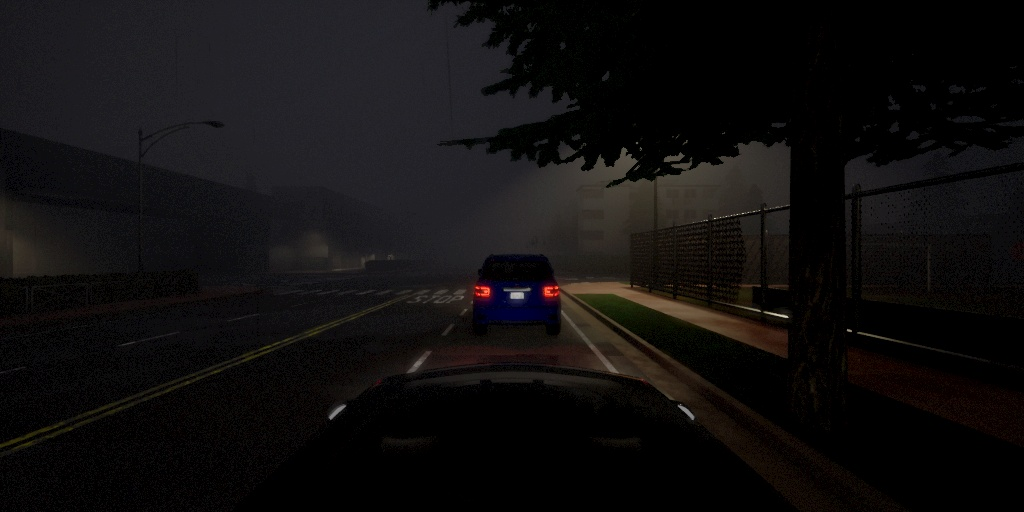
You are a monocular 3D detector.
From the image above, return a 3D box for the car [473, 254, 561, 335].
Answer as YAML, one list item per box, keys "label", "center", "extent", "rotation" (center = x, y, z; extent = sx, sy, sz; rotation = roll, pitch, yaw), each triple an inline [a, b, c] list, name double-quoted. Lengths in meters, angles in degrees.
- label: "car"
  center: [0.125, 0.972, 10.636]
  extent: [2.150, 2.045, 5.566]
  rotation: [0, 0, 0]

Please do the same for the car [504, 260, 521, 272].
- label: "car"
  center: [0.071, 1.242, 46.453]
  extent: [2.128, 1.511, 4.902]
  rotation: [0, 0, -1]
